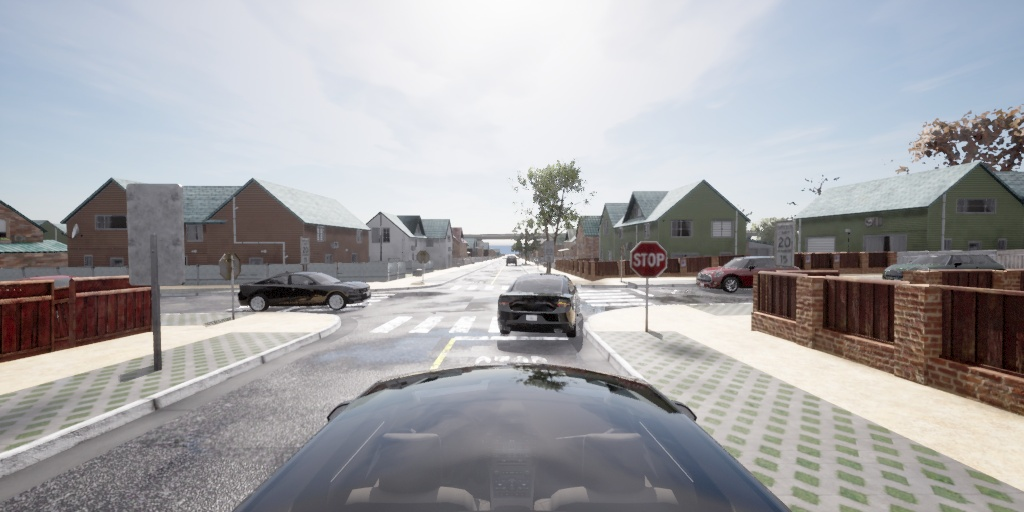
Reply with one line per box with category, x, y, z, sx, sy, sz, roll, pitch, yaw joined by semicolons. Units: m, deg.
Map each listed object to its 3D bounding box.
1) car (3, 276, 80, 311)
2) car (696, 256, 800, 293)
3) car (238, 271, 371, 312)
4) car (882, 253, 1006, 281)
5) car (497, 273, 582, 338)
car;-18.738;1.558;14.817;5.008;1.535;1.882;-1;2;-1
car;11.785;0.820;18.008;4.553;1.767;2.097;-1;2;0
car;-8.485;1.376;14.898;5.008;1.535;1.882;-1;2;0
car;21.680;0.646;18.092;4.553;1.767;2.097;-1;2;0
car;0.947;1.224;10.384;1.882;1.535;5.008;0;0;12
